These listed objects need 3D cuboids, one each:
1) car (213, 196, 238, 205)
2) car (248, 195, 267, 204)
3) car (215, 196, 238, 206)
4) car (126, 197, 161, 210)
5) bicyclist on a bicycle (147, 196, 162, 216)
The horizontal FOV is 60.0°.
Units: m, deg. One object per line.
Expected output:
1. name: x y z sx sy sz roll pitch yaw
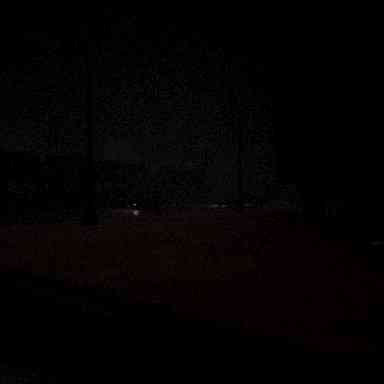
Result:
1. car: 5.782 1.392 56.657 1.882 1.535 5.008 0 0 37
2. car: 11.593 1.380 58.570 1.837 1.490 4.892 0 0 37
3. car: 5.675 1.425 50.599 2.033 1.411 5.357 0 0 37
4. car: -5.935 1.407 41.197 1.837 1.490 4.892 0 0 37
5. bicyclist on a bicycle: -3.024 1.137 26.782 1.656 1.620 0.582 -1 0 37
